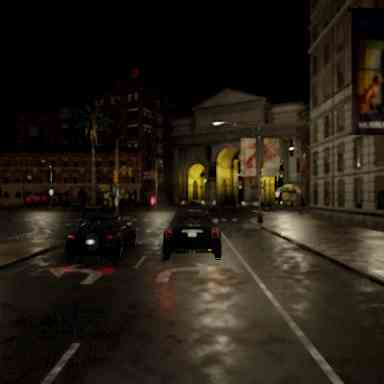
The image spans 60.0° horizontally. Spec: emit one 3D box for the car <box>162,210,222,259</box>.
[{"bbox_3d":[0.020,1.494,13.417,2.097,1.767,4.553,0,-1,0],"label":"car"}]

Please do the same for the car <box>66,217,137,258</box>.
[{"bbox_3d":[-3.481,1.708,13.447,1.994,1.385,4.181,0,-1,0],"label":"car"}]
